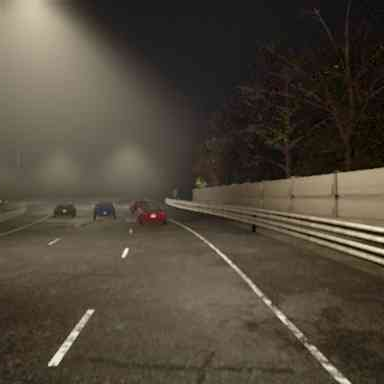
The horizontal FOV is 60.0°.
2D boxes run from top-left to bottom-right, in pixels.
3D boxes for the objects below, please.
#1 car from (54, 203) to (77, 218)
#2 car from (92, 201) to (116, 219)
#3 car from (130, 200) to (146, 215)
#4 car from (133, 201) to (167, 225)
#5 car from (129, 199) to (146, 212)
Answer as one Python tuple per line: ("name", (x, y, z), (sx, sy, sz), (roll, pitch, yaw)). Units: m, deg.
("car", (-12.368, 1.713, 32.548), (1.994, 1.385, 4.181), (0, 0, -18))
("car", (-7.966, 1.593, 30.209), (1.882, 1.535, 5.008), (0, 0, -16))
("car", (-5.516, 1.589, 35.559), (1.882, 1.535, 5.008), (0, 0, -13))
("car", (-3.091, 1.637, 24.927), (1.994, 1.385, 4.181), (0, 0, -12))
("car", (-7.112, 1.685, 43.228), (2.033, 1.411, 5.357), (0, 0, -9))
